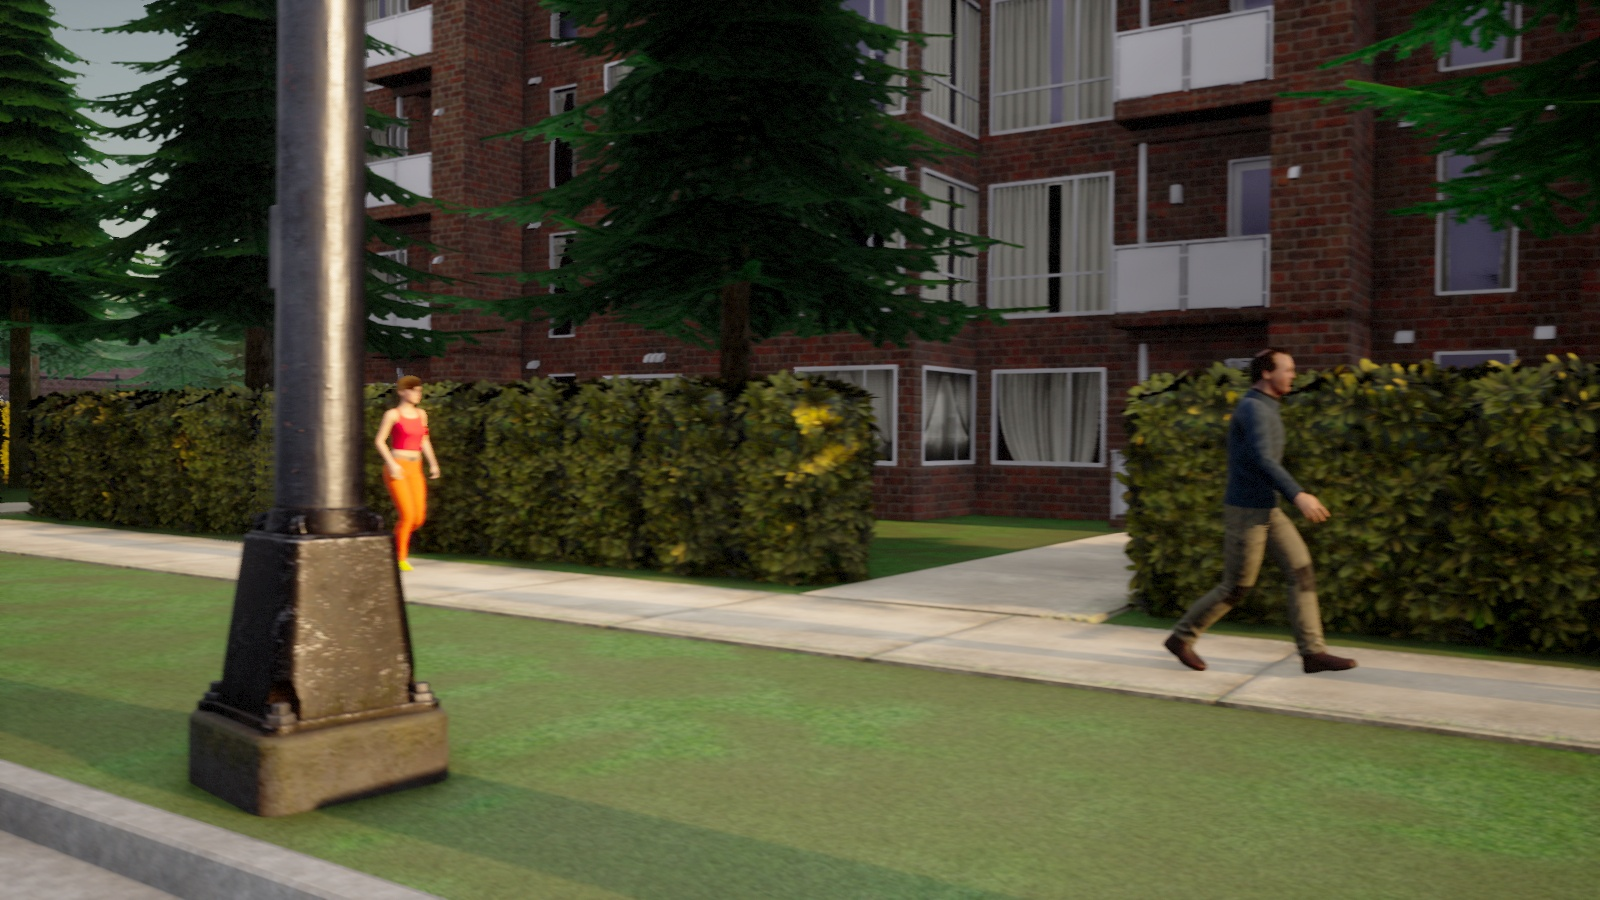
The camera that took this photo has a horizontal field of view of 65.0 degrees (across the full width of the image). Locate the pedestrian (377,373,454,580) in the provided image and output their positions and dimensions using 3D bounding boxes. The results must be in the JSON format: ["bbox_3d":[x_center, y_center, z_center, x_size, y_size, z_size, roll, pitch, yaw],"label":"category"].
[{"bbox_3d":[-3.507,0.236,11.449,0.594,1.836,0.345,0,1,34],"label":"pedestrian"}]

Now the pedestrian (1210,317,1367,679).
[{"bbox_3d":[2.625,0.244,6.749,0.726,1.842,0.402,0,1,31],"label":"pedestrian"}]
